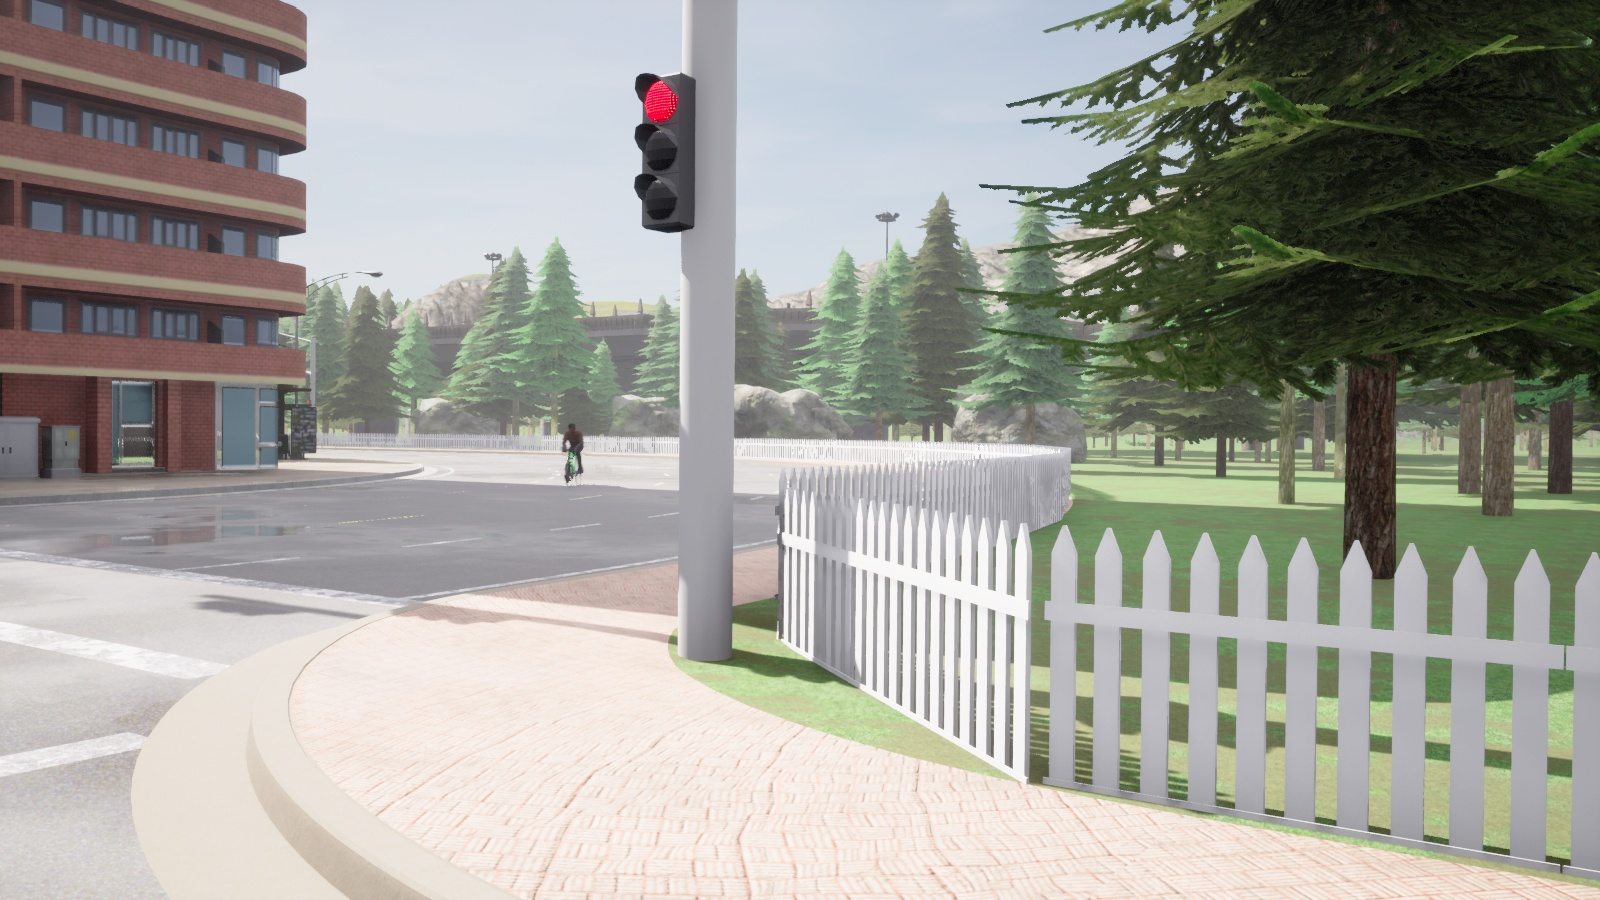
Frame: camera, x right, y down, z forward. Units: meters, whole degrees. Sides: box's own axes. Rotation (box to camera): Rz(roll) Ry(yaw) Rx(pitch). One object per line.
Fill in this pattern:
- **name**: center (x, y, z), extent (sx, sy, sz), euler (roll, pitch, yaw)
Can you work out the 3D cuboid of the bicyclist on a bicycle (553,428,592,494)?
- **bicyclist on a bicycle**: center (-5.756, 0.246, 31.836), extent (0.582, 1.620, 1.656), euler (-1, 1, 3)
